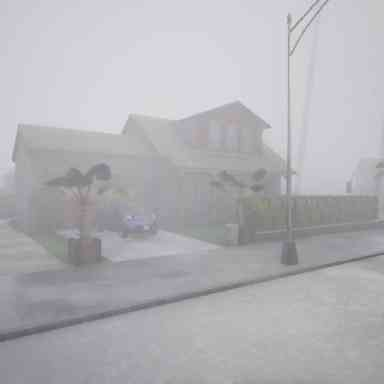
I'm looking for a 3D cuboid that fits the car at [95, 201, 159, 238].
[{"bbox_3d":[-3.022,1.174,15.291,1.845,1.501,3.633,0,0,-38],"label":"car"}]
